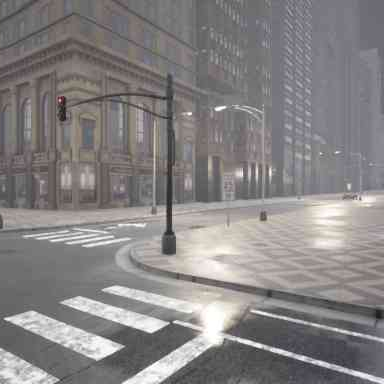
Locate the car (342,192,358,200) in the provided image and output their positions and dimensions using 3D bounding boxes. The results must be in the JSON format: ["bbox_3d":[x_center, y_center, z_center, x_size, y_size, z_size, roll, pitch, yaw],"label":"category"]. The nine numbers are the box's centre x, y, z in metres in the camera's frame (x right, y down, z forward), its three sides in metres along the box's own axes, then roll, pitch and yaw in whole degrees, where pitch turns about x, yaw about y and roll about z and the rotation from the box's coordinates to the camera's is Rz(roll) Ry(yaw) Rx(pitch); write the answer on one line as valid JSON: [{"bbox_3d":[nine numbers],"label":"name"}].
[{"bbox_3d":[28.286,0.715,59.476,1.895,1.301,4.718,0,1,35],"label":"car"}]
